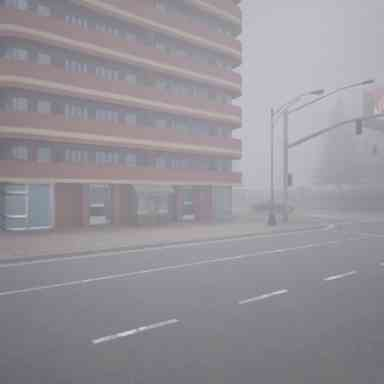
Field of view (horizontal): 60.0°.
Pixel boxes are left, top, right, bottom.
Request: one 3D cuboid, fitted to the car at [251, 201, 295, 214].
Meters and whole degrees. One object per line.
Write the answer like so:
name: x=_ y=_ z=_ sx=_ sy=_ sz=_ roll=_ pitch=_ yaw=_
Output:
car: x=8.782 y=1.601 z=36.221 sx=1.895 sy=1.301 sz=4.718 roll=0 pitch=0 yaw=-36
